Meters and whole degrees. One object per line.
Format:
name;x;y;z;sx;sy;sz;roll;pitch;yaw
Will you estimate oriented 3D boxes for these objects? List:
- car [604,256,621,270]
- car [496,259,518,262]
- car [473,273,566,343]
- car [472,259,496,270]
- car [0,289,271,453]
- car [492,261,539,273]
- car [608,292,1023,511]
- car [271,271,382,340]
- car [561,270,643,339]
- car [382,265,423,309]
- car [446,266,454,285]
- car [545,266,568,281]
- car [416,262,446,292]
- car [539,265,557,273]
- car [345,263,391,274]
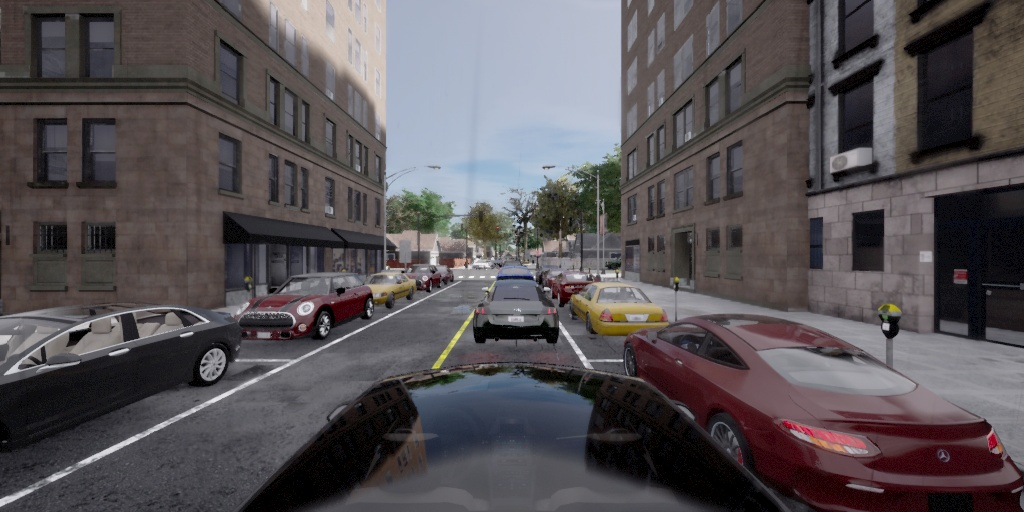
car;15.607;0.895;49.239;5.566;2.045;2.150;0;0;0
car;0.069;1.114;27.878;2.097;1.767;4.553;0;0;0
car;0.110;1.316;9.660;1.994;1.385;4.181;0;0;1
car;-4.315;1.317;54.243;1.812;1.442;4.674;0;0;22
car;-5.384;1.301;4.243;2.007;1.370;4.403;0;0;0
car;0.122;1.235;18.653;1.882;1.535;5.008;0;0;-1
car;2.641;1.332;4.225;1.802;1.307;4.207;0;0;0
car;-5.369;1.192;9.762;1.967;1.591;4.097;0;0;0
car;2.656;1.278;9.914;1.751;1.417;4.829;0;0;0
car;-5.355;1.280;15.111;1.751;1.417;4.829;0;0;0
car;-5.325;1.343;26.319;1.802;1.307;4.207;0;0;0
car;2.671;1.300;15.262;1.888;1.381;4.507;0;0;0
car;-5.340;1.198;20.800;1.967;1.591;4.097;0;0;0
car;2.685;1.340;20.780;1.802;1.307;4.207;0;0;0
car;-17.091;1.467;42.640;4.718;1.301;1.895;0;0;-2
